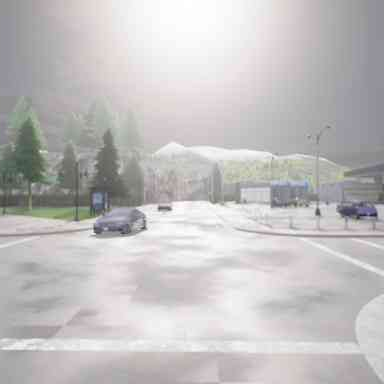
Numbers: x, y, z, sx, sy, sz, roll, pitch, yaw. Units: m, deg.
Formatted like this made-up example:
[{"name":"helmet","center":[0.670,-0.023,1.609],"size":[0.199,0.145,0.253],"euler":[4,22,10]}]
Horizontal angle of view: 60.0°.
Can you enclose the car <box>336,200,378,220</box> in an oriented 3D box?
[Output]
[{"name":"car","center":[13.937,1.536,28.055],"size":[1.845,1.501,3.633],"euler":[0,0,0]}]

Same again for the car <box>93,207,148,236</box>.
[{"name":"car","center":[-4.022,1.649,19.596],"size":[1.812,1.442,4.674],"euler":[1,0,12]}]

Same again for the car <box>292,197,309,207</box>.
[{"name":"car","center":[17.304,1.643,54.111],"size":[2.152,1.636,5.027],"euler":[0,0,0]}]

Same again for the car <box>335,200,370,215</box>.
[{"name":"car","center":[16.986,1.589,35.447],"size":[1.970,1.475,3.806],"euler":[0,0,0]}]

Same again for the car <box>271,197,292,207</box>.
[{"name":"car","center":[14.167,1.652,54.087],"size":[2.007,1.523,4.514],"euler":[0,0,0]}]

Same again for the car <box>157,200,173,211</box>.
[{"name":"car","center":[-3.530,1.792,44.404],"size":[2.033,1.411,5.357],"euler":[0,0,0]}]
